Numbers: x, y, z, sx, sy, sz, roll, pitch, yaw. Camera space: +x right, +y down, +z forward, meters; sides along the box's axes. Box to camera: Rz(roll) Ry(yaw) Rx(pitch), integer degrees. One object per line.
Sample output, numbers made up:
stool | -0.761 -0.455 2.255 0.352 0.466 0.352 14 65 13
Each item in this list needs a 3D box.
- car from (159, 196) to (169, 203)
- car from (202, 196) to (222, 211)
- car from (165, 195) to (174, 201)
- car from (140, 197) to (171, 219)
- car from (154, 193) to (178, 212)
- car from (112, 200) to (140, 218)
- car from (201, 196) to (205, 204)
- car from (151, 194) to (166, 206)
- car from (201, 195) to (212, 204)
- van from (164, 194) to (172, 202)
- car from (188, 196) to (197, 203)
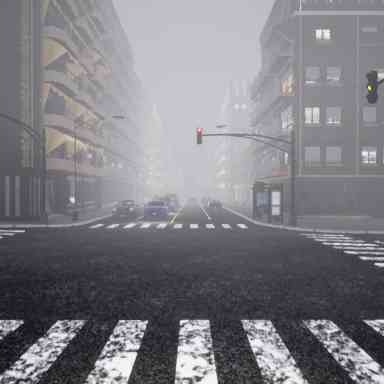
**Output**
car | -5.712 1.520 68.545 1.752 1.417 4.829 0 0 0
car | 2.676 1.547 40.518 2.008 1.369 4.403 0 0 0
car | -5.716 1.543 85.631 2.008 1.369 4.403 0 0 0
car | -3.096 1.474 29.325 1.882 1.535 5.008 0 0 -1
car | -3.099 1.348 38.953 2.097 1.767 4.553 0 0 0
car | -5.701 1.437 29.244 1.967 1.590 4.097 0 0 0
car | 2.675 1.541 46.156 1.887 1.381 4.507 0 0 0
car | -5.710 1.311 57.437 2.192 1.841 5.009 0 0 0
car | 2.670 1.435 63.073 1.967 1.590 4.097 0 0 0
van | -5.715 1.335 79.992 1.690 1.788 3.998 0 0 0
car | 0.079 1.559 69.743 1.994 1.385 4.181 0 0 0
